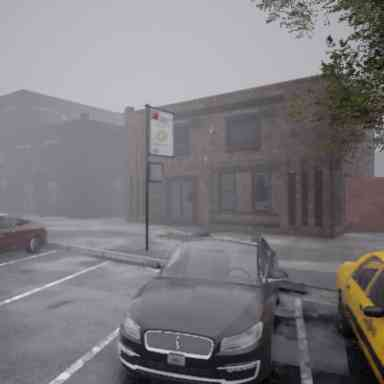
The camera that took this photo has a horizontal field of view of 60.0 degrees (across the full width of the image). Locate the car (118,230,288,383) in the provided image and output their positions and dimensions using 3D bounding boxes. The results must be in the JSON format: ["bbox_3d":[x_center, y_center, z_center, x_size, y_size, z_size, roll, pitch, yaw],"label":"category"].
[{"bbox_3d":[0.494,1.473,5.743,2.231,1.521,4.892,1,0,16],"label":"car"}]

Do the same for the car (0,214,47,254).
[{"bbox_3d":[-6.828,1.468,10.976,2.002,1.452,4.674,1,0,16],"label":"car"}]

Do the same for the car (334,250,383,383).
[{"bbox_3d":[2.883,1.482,3.814,1.946,1.575,5.366,1,0,16],"label":"car"}]
